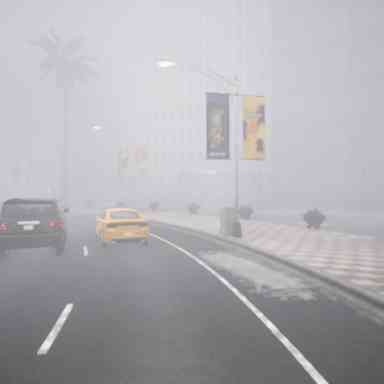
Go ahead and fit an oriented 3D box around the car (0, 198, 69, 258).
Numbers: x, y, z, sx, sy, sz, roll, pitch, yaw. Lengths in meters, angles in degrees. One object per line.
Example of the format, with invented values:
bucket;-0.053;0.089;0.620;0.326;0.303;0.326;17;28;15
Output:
car;-6.169;1.236;13.206;2.150;2.045;5.566;0;0;-20

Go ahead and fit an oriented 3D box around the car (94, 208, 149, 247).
car;-3.307;1.471;15.157;1.882;1.535;5.008;0;0;-21

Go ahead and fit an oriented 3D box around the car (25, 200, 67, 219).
car;-13.396;1.508;30.335;1.882;1.535;5.008;0;0;-44
